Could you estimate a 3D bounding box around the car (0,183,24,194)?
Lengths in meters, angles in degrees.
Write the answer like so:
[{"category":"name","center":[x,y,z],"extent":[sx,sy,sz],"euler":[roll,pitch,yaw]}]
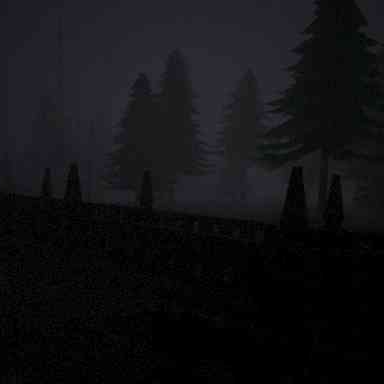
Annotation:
[{"category":"car","center":[-20.909,-0.217,36.182],"extent":[2.128,1.511,4.902],"euler":[4,2,37]}]
